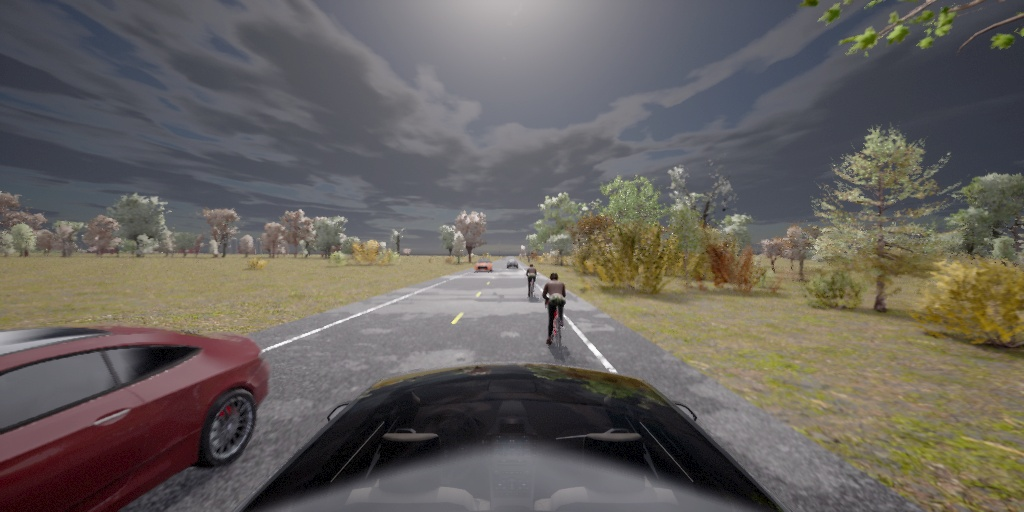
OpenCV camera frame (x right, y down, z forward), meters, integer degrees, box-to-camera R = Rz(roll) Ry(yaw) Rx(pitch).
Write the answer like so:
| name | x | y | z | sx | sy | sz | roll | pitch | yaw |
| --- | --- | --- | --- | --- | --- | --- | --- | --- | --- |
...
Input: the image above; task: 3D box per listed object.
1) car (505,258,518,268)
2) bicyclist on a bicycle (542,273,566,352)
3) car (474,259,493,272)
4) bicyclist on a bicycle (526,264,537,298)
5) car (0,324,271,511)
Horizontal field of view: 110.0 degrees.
| name | x | y | z | sx | sy | sz | roll | pitch | yaw |
| --- | --- | --- | --- | --- | --- | --- | --- | --- | --- |
| car | 0.096 | 1.402 | 59.953 | 1.895 | 1.301 | 4.718 | 0 | 0 | 0 |
| bicyclist on a bicycle | 0.962 | 1.208 | 8.041 | 0.582 | 1.620 | 1.656 | 0 | 0 | 0 |
| car | -3.595 | 1.141 | 45.871 | 2.097 | 1.767 | 4.553 | 0 | 0 | 0 |
| bicyclist on a bicycle | 0.961 | 1.216 | 17.487 | 0.582 | 1.620 | 1.656 | 0 | 0 | 0 |
| car | -3.601 | 1.276 | 2.181 | 1.812 | 1.442 | 4.674 | 0 | 0 | 0 |
